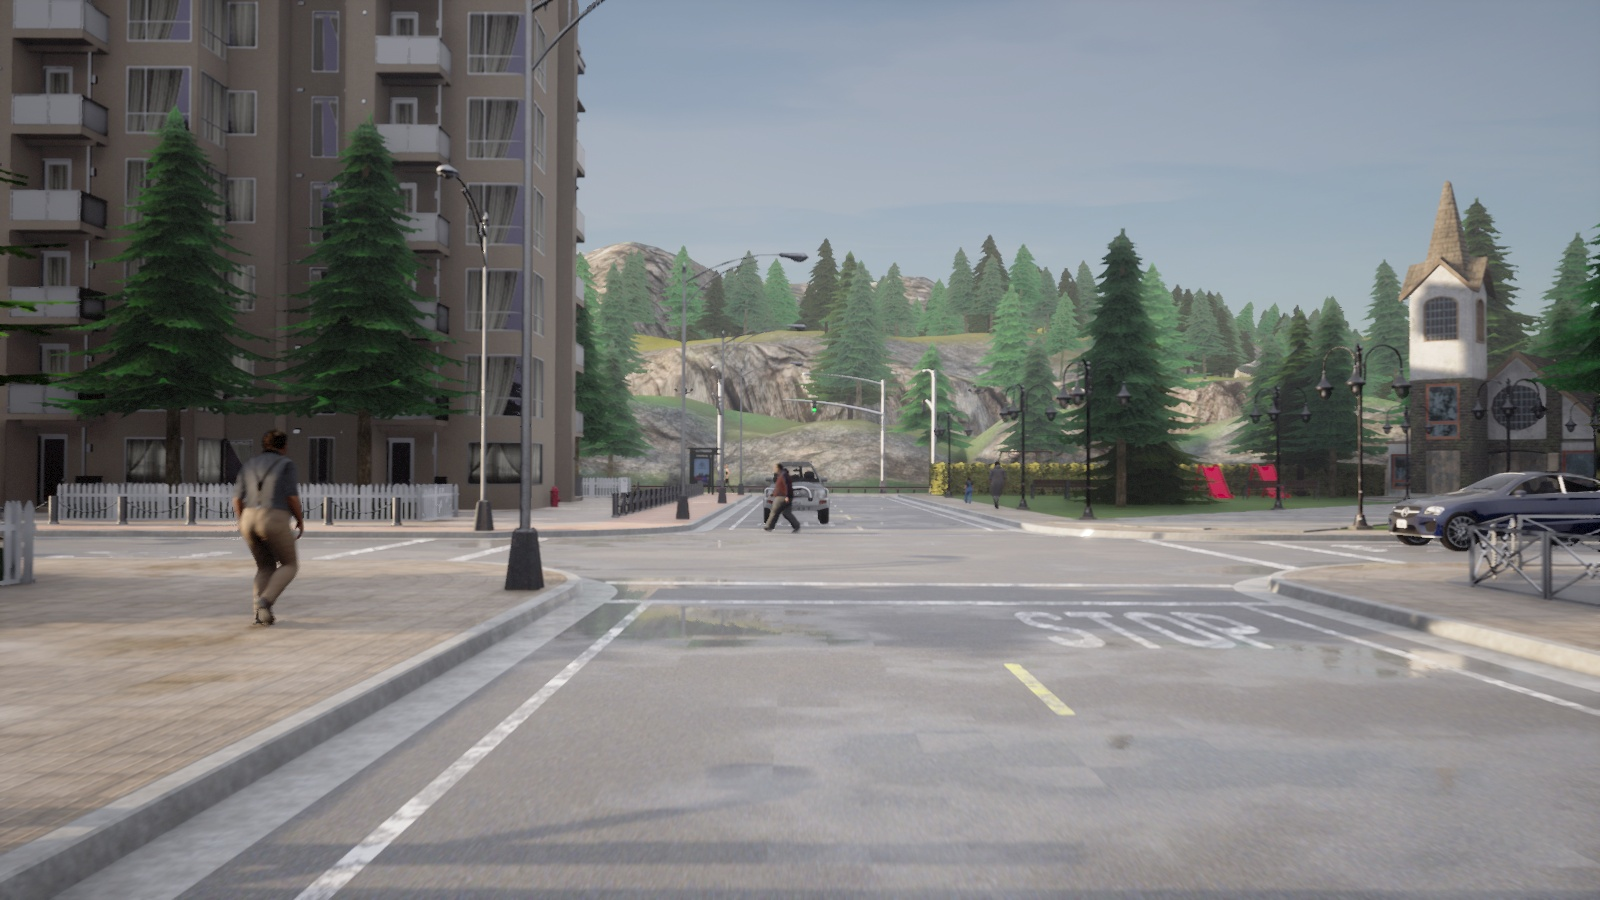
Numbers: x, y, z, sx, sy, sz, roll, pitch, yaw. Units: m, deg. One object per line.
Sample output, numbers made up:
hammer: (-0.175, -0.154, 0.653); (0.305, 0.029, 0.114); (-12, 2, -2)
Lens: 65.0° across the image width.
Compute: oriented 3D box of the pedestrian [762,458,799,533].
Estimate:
pedestrian: (-0.475, 1.131, 31.153); (0.899, 1.844, 0.634); (0, -1, -1)

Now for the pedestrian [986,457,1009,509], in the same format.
pedestrian: (7.558, 1.250, 48.083); (0.659, 1.952, 0.873); (0, -1, -4)

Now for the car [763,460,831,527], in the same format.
car: (-0.100, 1.268, 38.366); (1.932, 1.855, 4.605); (0, 1, 0)

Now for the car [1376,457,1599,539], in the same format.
car: (15.221, 0.994, 26.631); (5.027, 1.651, 2.152); (0, -1, -1)

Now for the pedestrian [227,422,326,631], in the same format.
pedestrian: (-4.772, 0.683, 11.474); (0.540, 1.848, 0.694); (0, -1, 10)

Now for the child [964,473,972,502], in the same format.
child: (7.484, 1.660, 55.805); (0.270, 1.263, 0.437); (0, -1, -2)
